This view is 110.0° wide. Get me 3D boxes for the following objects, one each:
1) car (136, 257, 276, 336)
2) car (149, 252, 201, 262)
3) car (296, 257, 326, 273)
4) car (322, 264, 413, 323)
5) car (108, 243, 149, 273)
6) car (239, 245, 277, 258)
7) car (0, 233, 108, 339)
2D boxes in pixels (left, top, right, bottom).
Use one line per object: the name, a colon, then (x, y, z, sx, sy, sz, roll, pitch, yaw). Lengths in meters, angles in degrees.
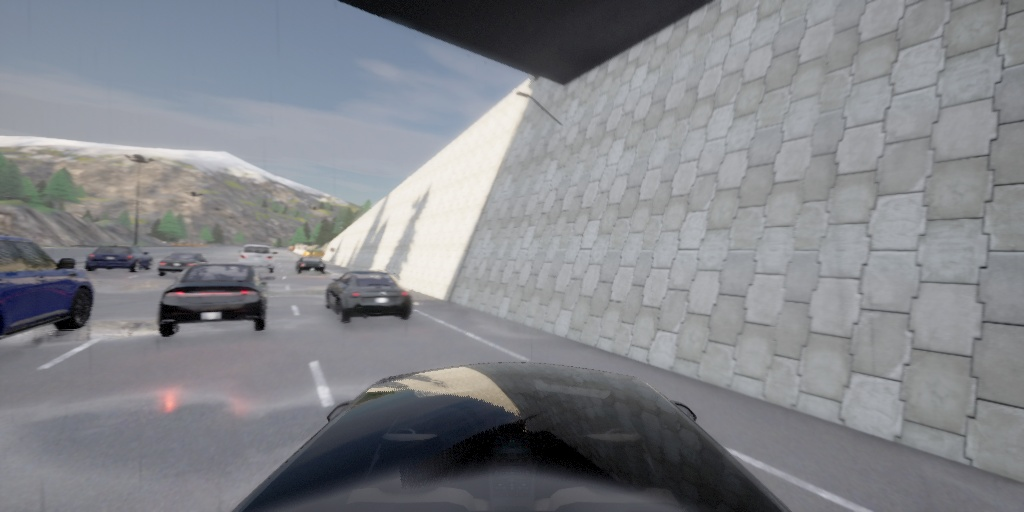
car: (-7.382, 0.940, 9.240, 2.128, 1.511, 4.902, 2, 0, -34)
car: (-20.247, 0.473, 22.283, 2.033, 1.411, 5.357, 2, 0, -34)
car: (-16.453, 0.698, 29.212, 1.895, 1.301, 4.718, 2, 0, -34)
car: (-4.649, 1.132, 11.443, 1.994, 1.385, 4.181, 2, 0, -34)
car: (-24.867, 0.083, 22.931, 2.097, 1.767, 4.553, 2, 0, -34)
car: (-19.648, 0.181, 27.723, 2.150, 2.045, 5.566, 2, 0, -34)
car: (-9.292, 0.584, 5.812, 2.150, 2.045, 5.566, 2, 0, -34)
